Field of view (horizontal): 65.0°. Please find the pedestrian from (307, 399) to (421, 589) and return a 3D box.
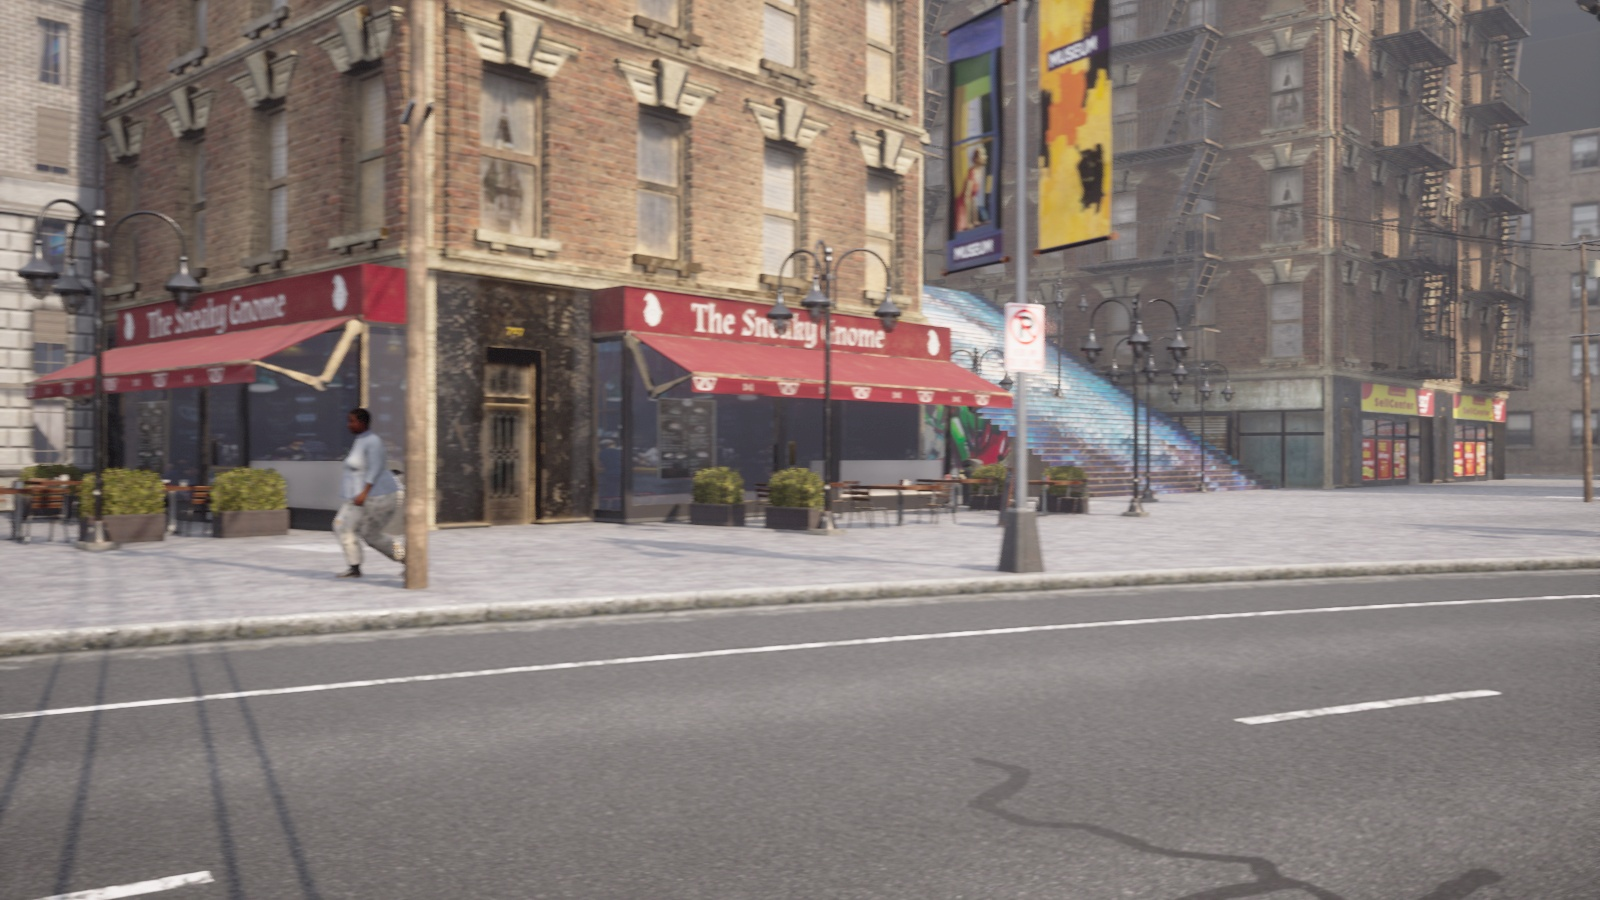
[{"bbox_3d":[-4.481,0.430,12.886,0.900,1.855,0.874,0,0,-35],"label":"pedestrian"}]
